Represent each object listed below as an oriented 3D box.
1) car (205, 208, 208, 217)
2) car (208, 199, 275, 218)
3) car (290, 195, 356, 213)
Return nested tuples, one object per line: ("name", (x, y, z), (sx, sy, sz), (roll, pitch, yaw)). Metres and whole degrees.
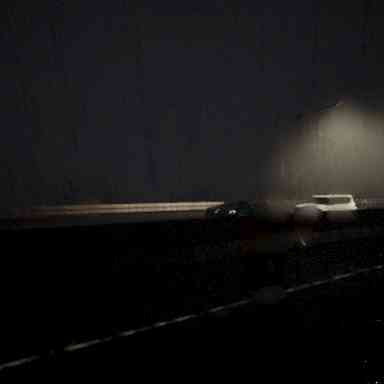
("car", (3.392, 1.464, 27.747), (5.008, 1.535, 1.882), (0, 0, -35))
("car", (3.754, 1.340, 23.732), (4.553, 1.767, 2.097), (0, 0, -35))
("car", (9.299, 1.210, 23.316), (5.566, 2.045, 2.150), (0, 0, -35))
